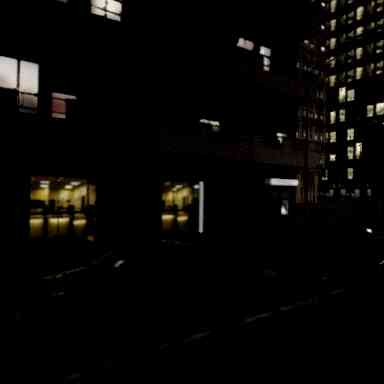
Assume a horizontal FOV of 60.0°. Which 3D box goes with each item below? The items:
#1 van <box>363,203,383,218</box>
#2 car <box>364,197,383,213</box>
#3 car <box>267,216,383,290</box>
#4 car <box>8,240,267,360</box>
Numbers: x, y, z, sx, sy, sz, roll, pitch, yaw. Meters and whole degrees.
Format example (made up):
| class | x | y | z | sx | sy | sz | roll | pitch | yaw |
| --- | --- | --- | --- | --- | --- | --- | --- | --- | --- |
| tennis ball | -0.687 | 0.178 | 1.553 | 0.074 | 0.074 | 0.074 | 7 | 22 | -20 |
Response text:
| class | x | y | z | sx | sy | sz | roll | pitch | yaw |
| --- | --- | --- | --- | --- | --- | --- | --- | --- | --- |
| van | 8.059 | 1.300 | 12.463 | 3.998 | 1.788 | 1.690 | 0 | 1 | -36 |
| car | 20.282 | 1.389 | 34.316 | 1.967 | 1.590 | 4.097 | 1 | -1 | -35 |
| car | 3.646 | 1.542 | 9.108 | 4.313 | 1.339 | 1.947 | 0 | 1 | -36 |
| car | -0.862 | 1.574 | 5.889 | 4.206 | 1.307 | 1.802 | 0 | 1 | -36 |
